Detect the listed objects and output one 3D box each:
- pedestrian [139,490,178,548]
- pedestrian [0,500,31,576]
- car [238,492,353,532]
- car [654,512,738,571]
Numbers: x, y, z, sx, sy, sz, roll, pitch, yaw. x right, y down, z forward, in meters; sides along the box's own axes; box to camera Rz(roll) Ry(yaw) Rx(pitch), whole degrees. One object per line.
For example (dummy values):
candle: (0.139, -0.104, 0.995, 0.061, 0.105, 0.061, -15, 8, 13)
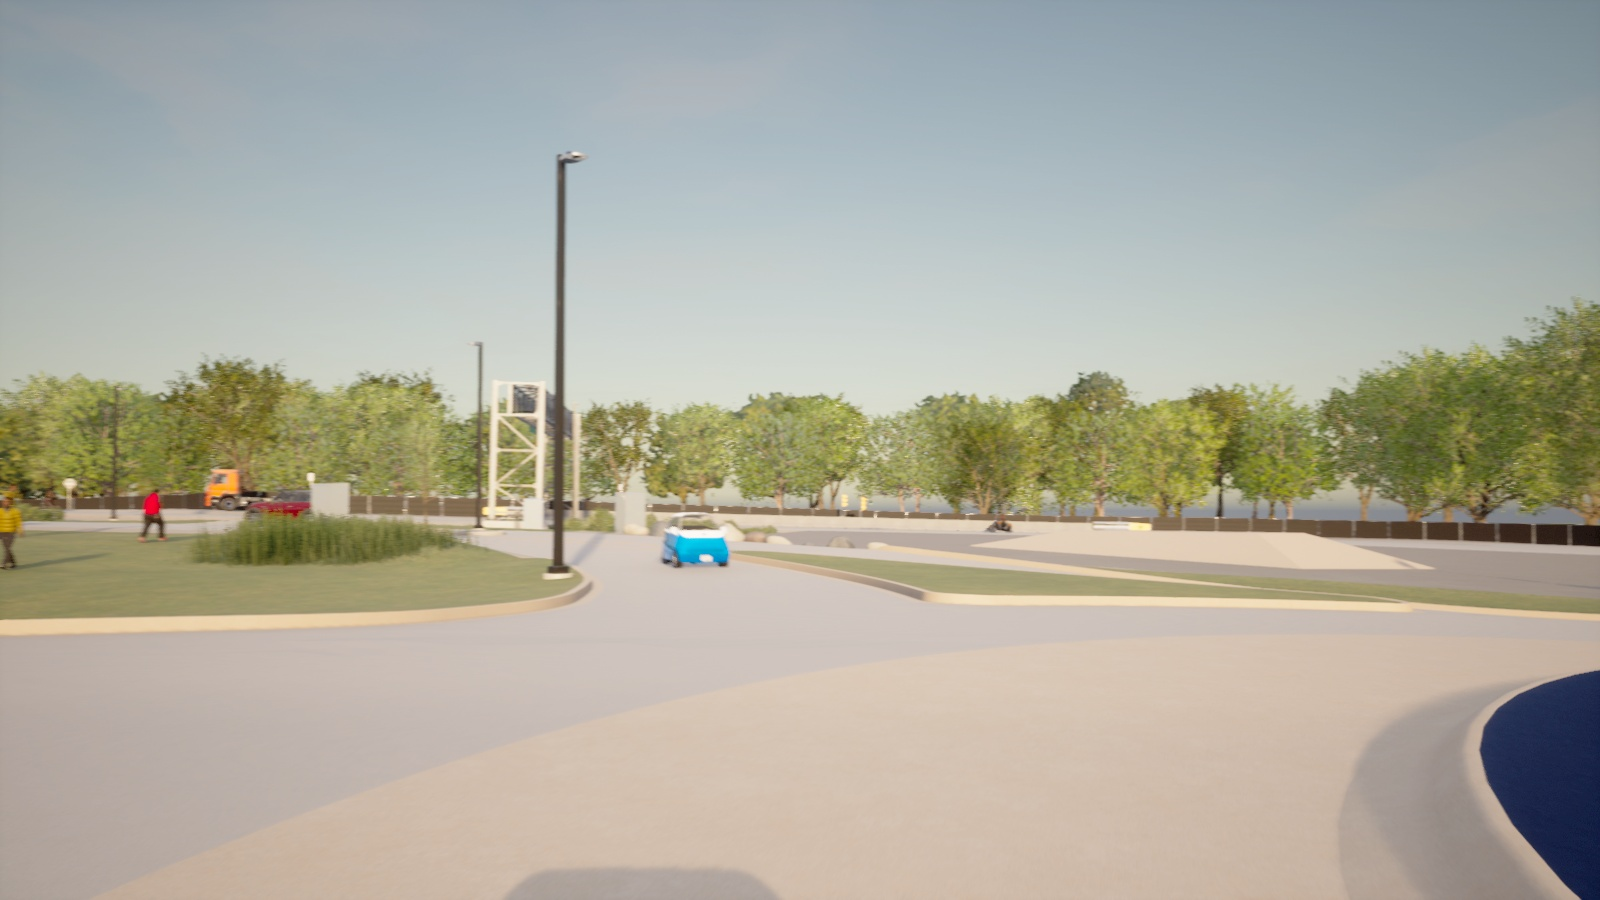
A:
pedestrian: (-21.021, 2.256, 41.148, 0.634, 1.844, 0.899, -2, -3, 22)
pedestrian: (-19.275, 2.148, 30.804, 0.431, 1.840, 0.709, 0, -3, -9)
car: (-23.041, 2.834, 57.428, 4.553, 1.767, 2.097, 0, -3, 17)
car: (-2.660, 2.288, 31.860, 1.481, 1.376, 2.207, 1, -2, -24)
